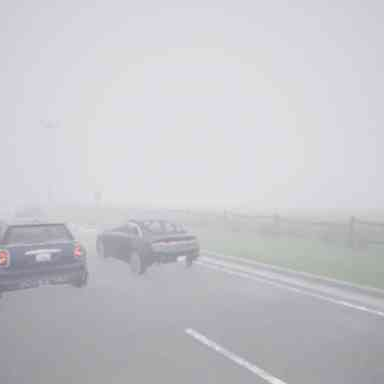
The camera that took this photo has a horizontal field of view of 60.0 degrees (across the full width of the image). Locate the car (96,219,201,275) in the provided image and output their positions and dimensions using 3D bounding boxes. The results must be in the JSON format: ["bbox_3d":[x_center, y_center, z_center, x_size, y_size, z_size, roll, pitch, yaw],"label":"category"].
[{"bbox_3d":[-1.663,1.647,11.137,2.128,1.511,4.902,1,-1,-35],"label":"car"}]

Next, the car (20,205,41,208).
[{"bbox_3d":[-14.216,1.906,29.126,1.837,1.490,4.892,1,-1,-35],"label":"car"}]

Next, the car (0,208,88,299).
[{"bbox_3d":[-4.476,1.478,9.053,2.097,1.767,4.553,1,-1,-35],"label":"car"}]
